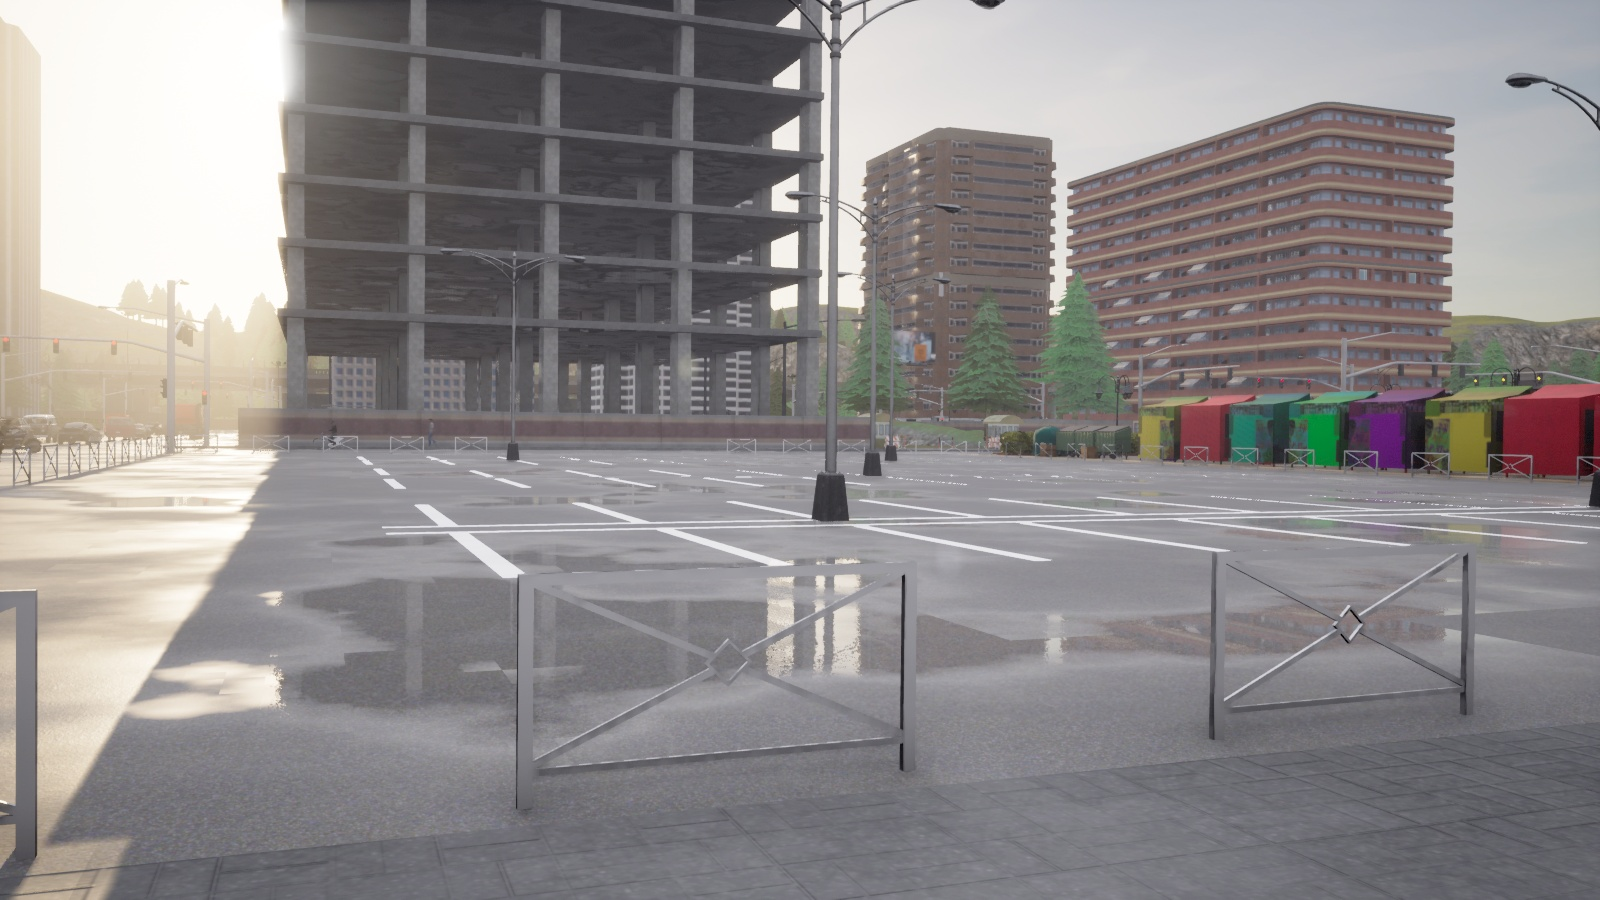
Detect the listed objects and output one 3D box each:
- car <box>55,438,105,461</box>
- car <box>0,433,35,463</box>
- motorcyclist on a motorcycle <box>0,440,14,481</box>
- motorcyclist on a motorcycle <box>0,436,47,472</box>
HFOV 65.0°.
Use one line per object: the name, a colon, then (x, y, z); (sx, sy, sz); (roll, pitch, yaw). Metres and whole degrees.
car: (-48.668, -0.053, 84.948); (1.837, 1.490, 4.892); (-2, 1, -17)
car: (-51.124, -0.155, 81.270); (1.932, 1.855, 4.605); (-1, 1, -21)
motorcyclist on a motorcycle: (-30.371, 0.392, 47.284); (0.866, 1.530, 2.191); (-1, 1, -21)
motorcyclist on a motorcycle: (-36.595, 0.162, 58.608); (2.350, 1.649, 0.766); (-1, 1, -22)
